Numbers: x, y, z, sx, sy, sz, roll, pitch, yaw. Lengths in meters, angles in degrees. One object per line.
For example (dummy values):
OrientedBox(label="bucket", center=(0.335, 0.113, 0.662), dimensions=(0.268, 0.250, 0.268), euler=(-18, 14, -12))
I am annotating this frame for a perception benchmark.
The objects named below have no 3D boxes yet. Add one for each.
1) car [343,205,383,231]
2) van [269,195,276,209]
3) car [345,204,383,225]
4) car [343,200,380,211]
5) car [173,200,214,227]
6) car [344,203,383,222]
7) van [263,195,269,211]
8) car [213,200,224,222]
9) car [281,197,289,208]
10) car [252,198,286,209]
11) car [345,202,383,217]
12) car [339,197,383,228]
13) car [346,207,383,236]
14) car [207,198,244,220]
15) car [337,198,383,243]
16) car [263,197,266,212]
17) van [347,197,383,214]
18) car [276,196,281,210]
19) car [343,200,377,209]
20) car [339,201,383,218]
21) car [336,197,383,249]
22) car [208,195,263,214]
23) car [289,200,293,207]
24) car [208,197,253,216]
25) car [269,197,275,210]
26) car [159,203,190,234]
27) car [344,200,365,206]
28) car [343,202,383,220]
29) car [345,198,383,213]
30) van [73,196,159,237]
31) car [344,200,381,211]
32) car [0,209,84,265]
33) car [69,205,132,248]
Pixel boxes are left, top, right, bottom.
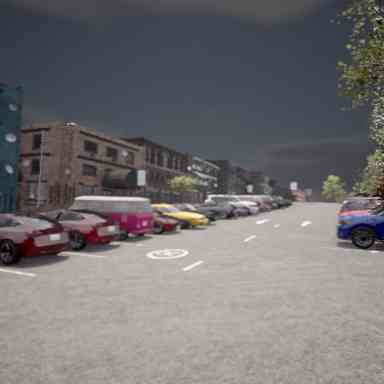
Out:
OrientedBox(label="car", center=(12.540, 1.676, 21.487), dimensions=(5.008, 1.535, 2.097), euler=(1, 0, 24))
OrientedBox(label="van", center=(8.558, 1.494, 44.634), dimensions=(4.442, 1.987, 1.878), euler=(1, 0, 24))
OrientedBox(label="car", center=(14.871, 1.755, 26.545), dimensions=(4.792, 1.488, 2.163), euler=(1, 0, 24))
OrientedBox(label="car", center=(26.366, 2.027, 51.910), dimensions=(5.008, 1.535, 2.097), euler=(1, -1, 25))
OrientedBox(label="car", center=(-1.589, 1.489, 21.534), dimensions=(5.366, 1.575, 1.946), euler=(1, 0, 24))
OrientedBox(label="car", center=(15.968, 1.782, 29.106), dimensions=(4.792, 1.488, 2.163), euler=(1, 0, 24))
OrientedBox(label="van", center=(6.452, 1.441, 39.433), dimensions=(4.442, 1.987, 1.878), euler=(1, 0, 24))
OrientedBox(label="car", center=(-0.606, 1.510, 24.163), dimensions=(5.008, 1.535, 2.097), euler=(1, 0, 24))
OrientedBox(label="car", center=(11.008, 1.529, 49.677), dimensions=(5.566, 2.045, 2.435), euler=(1, 0, 24))
OrientedBox(label="car", center=(12.146, 1.812, 52.238), dimensions=(4.892, 1.521, 2.231), euler=(1, 0, 24))
OrientedBox(label="car", center=(19.443, 1.875, 36.705), dimensions=(4.674, 1.452, 2.002), euler=(1, 0, 24))
OrientedBox(label="car", center=(13.674, 1.448, 24.035), dimensions=(5.566, 2.045, 2.435), euler=(1, 0, 24))
OrientedBox(label="car", center=(11.444, 1.694, 19.062), dimensions=(4.674, 1.452, 2.002), euler=(1, 0, 24))
OrientedBox(label="car", center=(1.687, 1.586, 29.280), dimensions=(4.792, 1.488, 2.163), euler=(1, 0, 24))
OrientedBox(label="car", center=(10.223, 1.381, 16.426), dimensions=(5.566, 2.045, 2.435), euler=(1, 0, 24))
OrientedBox(label="car", center=(5.181, 1.637, 36.929), dimensions=(5.008, 1.535, 2.097), euler=(1, 0, 24))
OrientedBox(label="van", center=(21.859, 1.666, 41.730), dimensions=(4.442, 1.987, 1.878), euler=(1, 0, 24))
OrientedBox(label="car", center=(9.793, 1.623, 47.152), dimensions=(4.553, 1.767, 2.185), euler=(1, 0, 24))
OrientedBox(label="car", center=(28.665, 2.116, 56.981), dimensions=(5.008, 1.535, 2.097), euler=(1, -1, 25))
OrientedBox(label="car", center=(18.126, 1.803, 34.244), dimensions=(5.366, 1.575, 1.946), euler=(1, 0, 24))
OrientedBox(label="car", center=(9.124, 1.364, 14.001), dimensions=(5.566, 2.045, 2.435), euler=(1, 0, 24))
OrientedBox(label="car", center=(4.057, 1.359, 34.362), dimensions=(5.566, 2.045, 2.435), euler=(1, 0, 24))
OrientedBox(label="car", center=(14.492, 1.637, 57.331), dimensions=(5.566, 2.045, 2.435), euler=(1, -1, 24))
OrientedBox(label="car", center=(2.865, 1.583, 31.818), dimensions=(4.892, 1.521, 2.231), euler=(1, 0, 24))
OrientedBox(label="car", center=(7.496, 1.694, 42.034), dimensions=(4.892, 1.521, 2.231), euler=(1, 0, 24))
OrientedBox(label="car", center=(-2.889, 1.501, 19.046), dimensions=(4.792, 1.488, 2.163), euler=(1, 0, 24))
OrientedBox(label="car", center=(40.478, 2.707, 82.894), dimensions=(4.674, 1.452, 2.002), euler=(1, -1, 25))
OrientedBox(label="car", center=(17.140, 1.780, 31.632), dimensions=(5.008, 1.535, 2.097), euler=(1, 0, 24))
OrientedBox(label="car", center=(22.874, 1.795, 44.322), dimensions=(4.553, 1.767, 2.185), euler=(1, 0, 24))
OrientedBox(label="van", center=(-4.176, 1.225, 16.553), dimensions=(4.442, 1.987, 1.878), euler=(1, 0, 24))
OrientedBox(label="car", center=(25.208, 2.029, 49.375), dimensions=(4.674, 1.452, 2.002), euler=(1, -1, 25))
OrientedBox(label="car", center=(-6.415, 1.444, 11.410), dimensions=(4.792, 1.488, 2.163), euler=(1, 0, 24))
OrientedBox(label="car", center=(-5.257, 1.463, 13.963), dimensions=(4.792, 1.488, 2.163), euler=(1, 0, 24))
